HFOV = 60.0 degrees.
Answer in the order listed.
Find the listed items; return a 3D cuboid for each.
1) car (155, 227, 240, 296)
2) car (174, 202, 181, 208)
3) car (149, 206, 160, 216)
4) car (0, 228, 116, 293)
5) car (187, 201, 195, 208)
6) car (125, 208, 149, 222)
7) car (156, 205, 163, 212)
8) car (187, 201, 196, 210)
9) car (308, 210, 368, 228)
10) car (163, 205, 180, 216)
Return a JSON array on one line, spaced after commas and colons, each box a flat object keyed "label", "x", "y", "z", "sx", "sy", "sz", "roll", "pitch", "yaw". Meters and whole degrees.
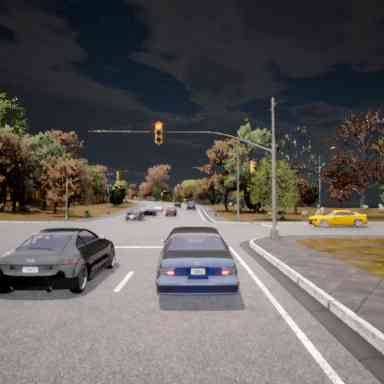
[{"label": "car", "x": 0.069, "y": 1.647, "z": 8.991, "sx": 2.033, "sy": 1.411, "sz": 5.357, "roll": 0, "pitch": -1, "yaw": -1}, {"label": "car", "x": -3.844, "y": 3.429, "z": 88.309, "sx": 1.837, "sy": 1.490, "sz": 4.892, "roll": 0, "pitch": 0, "yaw": -4}, {"label": "car", "x": -7.229, "y": 3.516, "z": 57.692, "sx": 1.895, "sy": 1.301, "sz": 4.718, "roll": 0, "pitch": -1, "yaw": 0}, {"label": "car", "x": -3.444, "y": 1.665, "z": 9.100, "sx": 1.994, "sy": 1.385, "sz": 4.181, "roll": 0, "pitch": -1, "yaw": 0}, {"label": "car", "x": -0.321, "y": 3.244, "z": 88.051, "sx": 1.882, "sy": 1.535, "sz": 5.008, "roll": 0, "pitch": 0, "yaw": -4}, {"label": "car", "x": -7.203, "y": 2.952, "z": 42.169, "sx": 2.128, "sy": 1.511, "sz": 4.902, "roll": 0, "pitch": -2, "yaw": 0}, {"label": "car", "x": -7.183, "y": 3.510, "z": 71.631, "sx": 1.812, "sy": 1.442, "sz": 4.674, "roll": 0, "pitch": 0, "yaw": 0}, {"label": "car", "x": -0.200, "y": 3.311, "z": 77.872, "sx": 2.097, "sy": 1.767, "sz": 4.553, "roll": 0, "pitch": 0, "yaw": 0}, {"label": "car", "x": 12.963, "y": 2.368, "z": 29.720, "sx": 5.008, "sy": 1.535, "sz": 1.882, "roll": -1, "pitch": -3, "yaw": -2}, {"label": "car", "x": -3.549, "y": 3.449, "z": 58.244, "sx": 1.812, "sy": 1.442, "sz": 4.674, "roll": 0, "pitch": -1, "yaw": 0}]
